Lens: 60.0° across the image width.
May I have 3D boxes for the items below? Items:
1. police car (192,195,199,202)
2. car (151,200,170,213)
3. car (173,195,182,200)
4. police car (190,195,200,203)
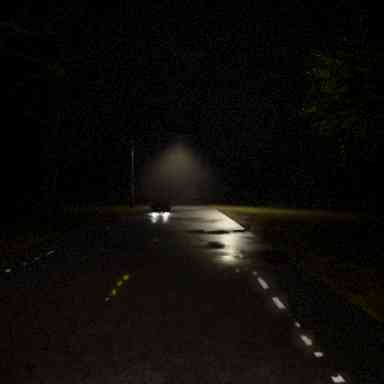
[{"bbox_3d":[1.046,1.803,92.268,1.930,1.638,5.238,0,0,0],"label":"police car"},{"bbox_3d":[-3.593,1.658,38.690,1.994,1.385,4.181,0,0,0],"label":"car"},{"bbox_3d":[-3.504,1.424,79.249,1.837,1.490,4.892,0,0,0],"label":"car"},{"bbox_3d":[1.046,1.750,82.269,1.930,1.638,5.238,0,0,0],"label":"police car"}]
